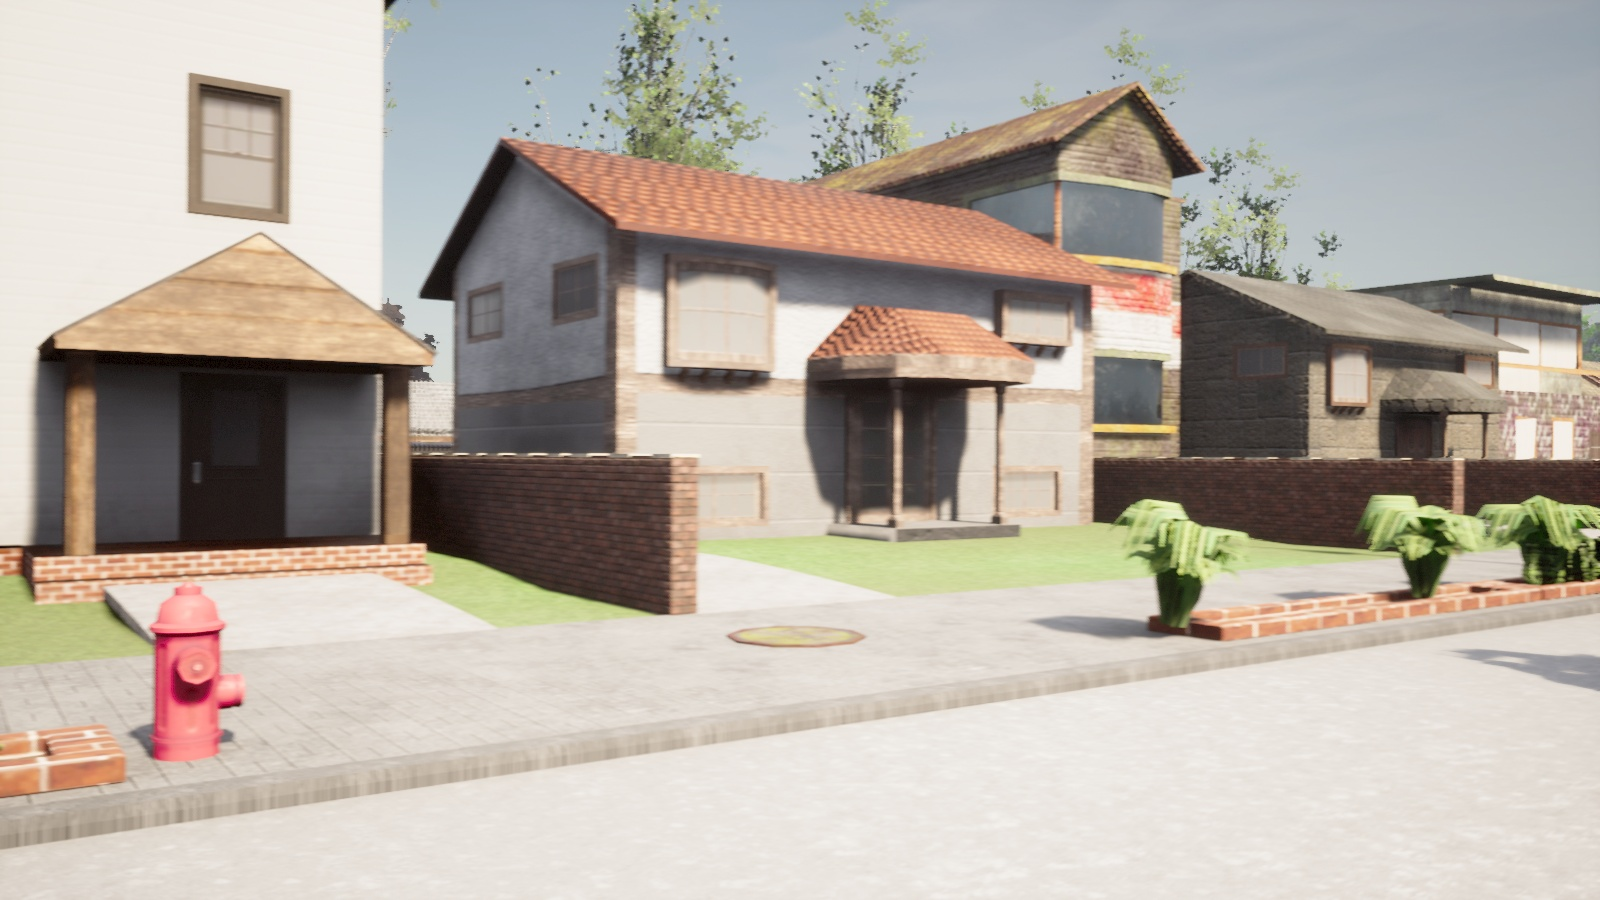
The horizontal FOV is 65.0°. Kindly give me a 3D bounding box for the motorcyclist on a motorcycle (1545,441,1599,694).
[{"bbox_3d":[5.834,0.741,8.323,1.817,1.590,0.866,0,0,-35],"label":"motorcyclist on a motorcycle"}]
